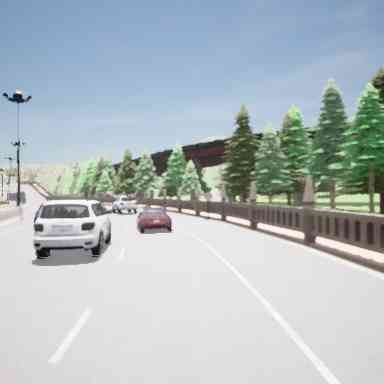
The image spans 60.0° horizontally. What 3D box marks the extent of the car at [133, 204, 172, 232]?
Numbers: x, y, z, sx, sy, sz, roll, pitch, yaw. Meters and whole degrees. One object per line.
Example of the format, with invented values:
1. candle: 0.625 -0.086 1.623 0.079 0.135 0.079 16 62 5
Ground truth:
1. car: -2.467 1.679 21.222 1.994 1.385 4.181 -1 0 -12

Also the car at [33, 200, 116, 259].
1. car: -4.577 1.333 13.468 2.150 2.045 5.566 -1 0 -8

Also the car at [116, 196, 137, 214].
1. car: -7.908 1.476 39.153 2.150 2.045 5.566 -1 0 -22

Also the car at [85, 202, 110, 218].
1. car: -10.017 1.812 34.988 2.033 1.411 5.357 -1 0 -21

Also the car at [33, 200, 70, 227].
1. car: -10.949 1.594 26.314 2.097 1.767 4.553 -1 0 -15
